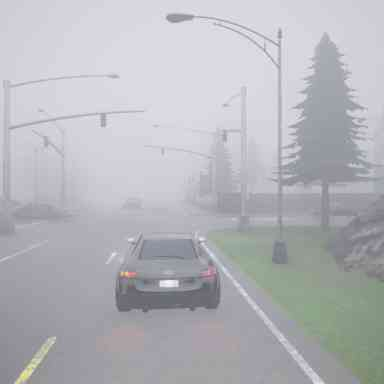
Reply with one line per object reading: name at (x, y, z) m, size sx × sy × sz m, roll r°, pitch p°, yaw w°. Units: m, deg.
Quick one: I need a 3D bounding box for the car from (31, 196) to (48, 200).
car at (-26.068, 1.384, 56.706) m, size 1.970 × 1.475 × 3.806 m, roll 0°, pitch 0°, yaw -5°

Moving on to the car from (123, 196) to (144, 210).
car at (-7.784, 1.352, 43.574) m, size 2.097 × 1.767 × 4.553 m, roll 0°, pitch 0°, yaw -6°

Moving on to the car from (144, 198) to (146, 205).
car at (-9.369, 1.563, 59.949) m, size 1.994 × 1.385 × 4.181 m, roll 0°, pitch 0°, yaw -5°

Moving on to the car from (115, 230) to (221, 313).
car at (-0.584, 1.564, 7.784) m, size 1.994 × 1.385 × 4.181 m, roll 0°, pitch 0°, yaw -5°

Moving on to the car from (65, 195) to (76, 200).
car at (-23.754, 1.374, 64.361) m, size 1.845 × 1.501 × 3.633 m, roll 0°, pitch 0°, yaw -5°

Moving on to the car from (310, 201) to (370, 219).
car at (12.626, 1.491, 28.457) m, size 4.902 × 1.511 × 2.128 m, roll 0°, pitch 0°, yaw -7°

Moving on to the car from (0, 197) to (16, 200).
car at (-21.450, 1.339, 38.429) m, size 2.007 × 1.523 × 4.514 m, roll 0°, pitch 0°, yaw -5°

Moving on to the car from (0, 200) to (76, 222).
car at (-11.799, 1.547, 25.473) m, size 5.357 × 1.411 × 2.033 m, roll 0°, pitch 0°, yaw -10°
